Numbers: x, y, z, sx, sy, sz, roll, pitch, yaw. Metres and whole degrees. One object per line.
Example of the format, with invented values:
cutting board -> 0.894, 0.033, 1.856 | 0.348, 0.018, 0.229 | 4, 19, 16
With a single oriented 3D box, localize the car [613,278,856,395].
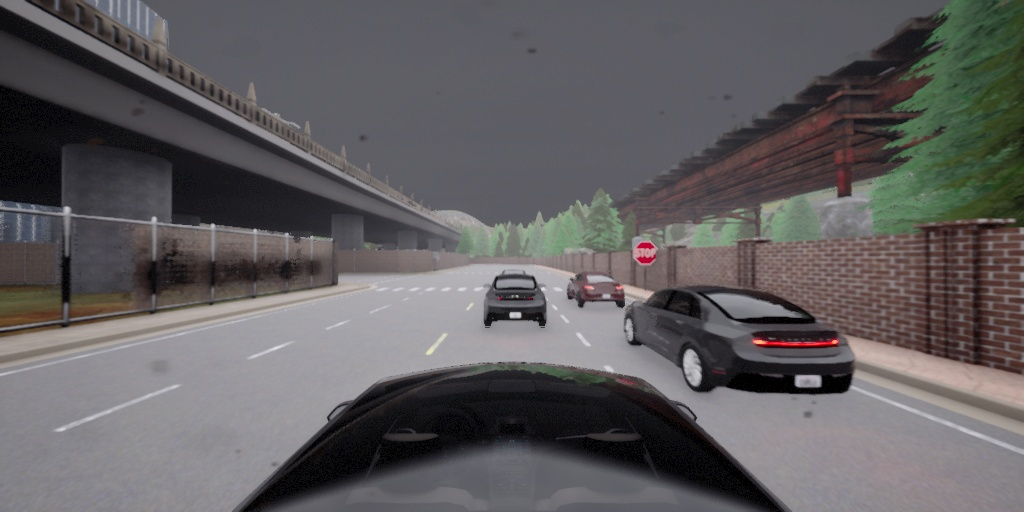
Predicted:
car -> 3.599, 1.298, 6.788 | 1.837, 1.490, 4.892 | 0, 0, 0

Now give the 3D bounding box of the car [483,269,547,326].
car -> 0.094, 1.342, 11.975 | 1.837, 1.490, 4.892 | 0, 0, 0

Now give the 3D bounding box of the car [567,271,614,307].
car -> 3.618, 1.396, 16.005 | 1.812, 1.442, 4.674 | 0, 0, 0
